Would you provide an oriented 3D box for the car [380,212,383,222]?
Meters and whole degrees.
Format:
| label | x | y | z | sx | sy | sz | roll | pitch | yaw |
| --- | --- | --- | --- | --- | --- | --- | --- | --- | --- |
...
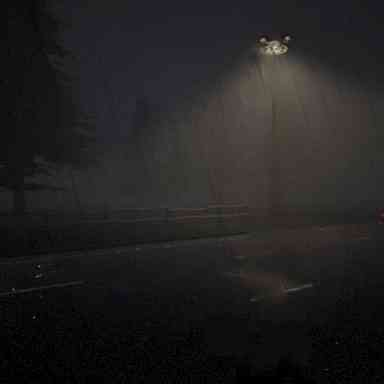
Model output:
| label | x | y | z | sx | sy | sz | roll | pitch | yaw |
| --- | --- | --- | --- | --- | --- | --- | --- | --- | --- |
| car | 15.051 | 1.606 | 23.084 | 5.357 | 1.411 | 2.033 | 0 | 0 | -37 |
